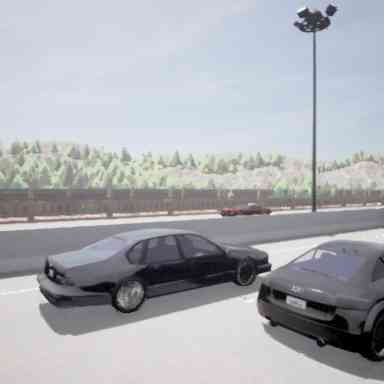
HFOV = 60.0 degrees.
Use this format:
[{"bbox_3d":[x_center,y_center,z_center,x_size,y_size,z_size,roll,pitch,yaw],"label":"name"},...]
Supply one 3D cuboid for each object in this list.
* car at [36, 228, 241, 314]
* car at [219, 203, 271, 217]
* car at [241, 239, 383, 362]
[{"bbox_3d":[-0.568,1.554,7.640,5.357,1.411,2.033,0,0,-35],"label":"car"},{"bbox_3d":[4.607,1.635,28.774,4.718,1.301,1.895,0,0,-36],"label":"car"},{"bbox_3d":[3.140,1.574,5.986,4.181,1.385,1.994,0,0,-36],"label":"car"}]
